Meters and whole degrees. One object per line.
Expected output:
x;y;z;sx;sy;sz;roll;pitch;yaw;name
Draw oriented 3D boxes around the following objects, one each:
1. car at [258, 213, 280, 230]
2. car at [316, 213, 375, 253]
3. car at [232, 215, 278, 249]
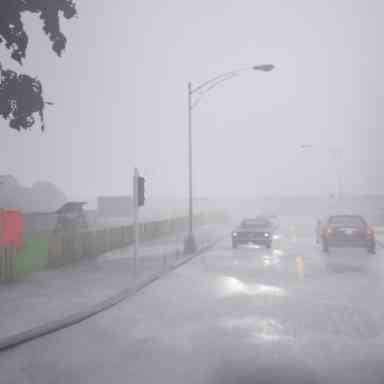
6.143;2.390;27.108;1.895;1.301;4.718;-1;-2;16;car
7.238;1.783;16.081;2.097;1.767;4.553;-1;-2;17;car
3.325;2.121;17.519;1.895;1.301;4.718;-1;-2;16;car
